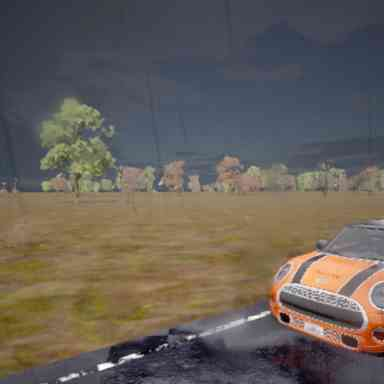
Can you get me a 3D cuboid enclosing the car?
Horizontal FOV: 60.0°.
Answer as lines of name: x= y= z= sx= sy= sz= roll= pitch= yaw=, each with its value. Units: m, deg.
car: x=3.505 y=1.333 z=6.051 sx=4.553 sy=1.767 sz=2.097 roll=0 pitch=0 yaw=-37
